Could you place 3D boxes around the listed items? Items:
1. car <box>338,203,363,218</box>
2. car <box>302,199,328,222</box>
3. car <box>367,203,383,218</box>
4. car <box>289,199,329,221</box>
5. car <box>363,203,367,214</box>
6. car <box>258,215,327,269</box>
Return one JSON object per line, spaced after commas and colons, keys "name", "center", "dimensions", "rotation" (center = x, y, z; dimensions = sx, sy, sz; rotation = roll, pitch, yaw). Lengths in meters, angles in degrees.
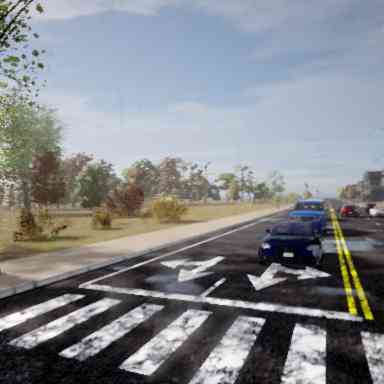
{"name": "car", "center": [17.934, 2.118, 37.858], "dimensions": [1.812, 1.442, 4.674], "rotation": [-1, -1, 23]}
{"name": "car", "center": [12.394, 1.762, 33.215], "dimensions": [2.150, 2.045, 5.566], "rotation": [-1, -1, 23]}
{"name": "car", "center": [21.044, 2.155, 36.940], "dimensions": [1.895, 1.301, 4.718], "rotation": [-1, -1, 22]}
{"name": "car", "center": [7.764, 1.584, 21.966], "dimensions": [2.150, 2.045, 5.566], "rotation": [-1, -1, 22]}
{"name": "car", "center": [24.830, 2.227, 46.175], "dimensions": [1.812, 1.442, 4.674], "rotation": [-1, -1, 22]}
{"name": "car", "center": [3.693, 1.768, 12.030], "dimensions": [1.994, 1.385, 4.181], "rotation": [-1, -1, 22]}
